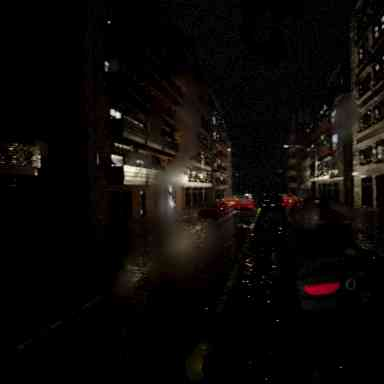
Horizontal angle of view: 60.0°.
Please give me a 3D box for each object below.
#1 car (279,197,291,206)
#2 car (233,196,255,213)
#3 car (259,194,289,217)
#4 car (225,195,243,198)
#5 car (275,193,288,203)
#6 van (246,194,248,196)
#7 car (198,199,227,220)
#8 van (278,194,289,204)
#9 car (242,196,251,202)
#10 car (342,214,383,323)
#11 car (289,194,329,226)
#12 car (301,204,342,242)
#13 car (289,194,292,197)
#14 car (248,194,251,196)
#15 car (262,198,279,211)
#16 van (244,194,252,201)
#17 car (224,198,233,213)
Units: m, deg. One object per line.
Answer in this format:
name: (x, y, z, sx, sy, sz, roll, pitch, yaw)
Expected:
car: (15.558, 1.517, 55.800, 1.802, 1.307, 4.206, -2, -1, 13)
car: (6.256, 1.550, 38.653, 1.882, 1.535, 5.008, -2, 0, 13)
car: (7.491, 1.214, 31.097, 2.150, 2.045, 5.566, -2, 0, 13)
car: (5.406, 1.460, 46.523, 2.192, 1.841, 5.009, -2, -1, 13)
car: (18.014, 1.255, 66.859, 2.192, 1.841, 5.009, -2, -1, 13)
van: (9.099, 1.492, 63.070, 1.690, 1.788, 3.998, -2, -1, 13)
car: (1.723, 1.683, 29.974, 1.887, 1.381, 4.507, -2, -1, 13)
van: (16.782, 1.279, 61.330, 1.690, 1.788, 3.998, -2, -1, 13)
car: (14.030, 1.710, 85.131, 2.008, 1.369, 4.403, -2, -1, 13)
car: (3.864, 1.280, 4.770, 2.097, 1.767, 4.553, -2, 0, 13)
car: (8.146, 1.239, 22.632, 2.192, 1.841, 5.009, -2, -1, 13)
car: (6.923, 1.504, 17.101, 1.802, 1.307, 4.206, -2, -1, 13)
car: (13.080, 1.246, 44.745, 2.192, 1.841, 5.009, -2, -1, 13)
car: (11.564, 1.595, 74.100, 1.967, 1.590, 4.097, -2, -1, 13)
car: (10.021, 1.563, 42.603, 1.994, 1.385, 4.181, -2, 0, 13)
van: (15.252, 1.503, 90.649, 1.690, 1.788, 3.998, -2, -1, 13)
car: (2.954, 1.685, 35.490, 1.887, 1.381, 4.507, -2, -1, 13)
